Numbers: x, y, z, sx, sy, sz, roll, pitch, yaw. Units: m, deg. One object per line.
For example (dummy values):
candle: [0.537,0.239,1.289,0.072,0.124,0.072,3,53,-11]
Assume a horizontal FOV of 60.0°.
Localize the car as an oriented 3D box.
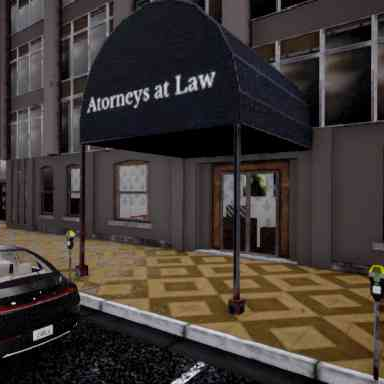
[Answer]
car: [-3.663,1.550,5.493,4.403,1.369,2.008,0,0,36]
